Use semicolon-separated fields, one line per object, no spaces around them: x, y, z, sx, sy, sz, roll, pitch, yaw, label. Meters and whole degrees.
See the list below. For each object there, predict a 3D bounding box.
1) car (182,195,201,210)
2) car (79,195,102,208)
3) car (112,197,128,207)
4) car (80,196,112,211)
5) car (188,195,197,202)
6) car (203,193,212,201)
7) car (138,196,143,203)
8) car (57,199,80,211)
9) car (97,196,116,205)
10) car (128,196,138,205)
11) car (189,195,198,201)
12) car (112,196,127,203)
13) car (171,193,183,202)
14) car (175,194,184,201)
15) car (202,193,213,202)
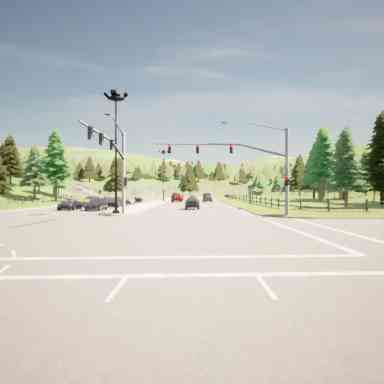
0.029;1.499;43.173;1.837;1.490;4.892;0;0;0;car
-15.060;1.346;49.714;2.097;1.767;4.553;0;0;0;car
-11.564;1.542;50.112;2.033;1.411;5.357;0;0;0;car
-11.572;1.500;40.374;1.837;1.490;4.892;0;0;0;car
0.091;1.467;74.192;1.882;1.535;5.008;0;0;1;car
3.815;1.157;84.398;2.150;2.045;5.566;0;0;2;car
-11.449;1.587;69.889;1.895;1.301;4.718;0;0;0;car
-15.060;1.559;41.207;1.994;1.385;4.181;0;0;1;car
-15.032;1.485;58.593;2.128;1.511;4.902;0;0;0;car
-11.537;1.594;59.696;1.895;1.301;4.718;0;0;1;car
0.316;1.457;84.462;2.128;1.511;4.902;0;0;2;car
-14.950;1.587;68.736;1.895;1.301;4.718;0;0;0;car
-3.413;1.212;73.812;2.150;2.045;5.566;0;0;1;car
-3.183;1.410;84.557;1.882;1.535;5.008;0;0;2;car
3.587;1.528;73.774;2.033;1.411;5.357;0;0;1;car
